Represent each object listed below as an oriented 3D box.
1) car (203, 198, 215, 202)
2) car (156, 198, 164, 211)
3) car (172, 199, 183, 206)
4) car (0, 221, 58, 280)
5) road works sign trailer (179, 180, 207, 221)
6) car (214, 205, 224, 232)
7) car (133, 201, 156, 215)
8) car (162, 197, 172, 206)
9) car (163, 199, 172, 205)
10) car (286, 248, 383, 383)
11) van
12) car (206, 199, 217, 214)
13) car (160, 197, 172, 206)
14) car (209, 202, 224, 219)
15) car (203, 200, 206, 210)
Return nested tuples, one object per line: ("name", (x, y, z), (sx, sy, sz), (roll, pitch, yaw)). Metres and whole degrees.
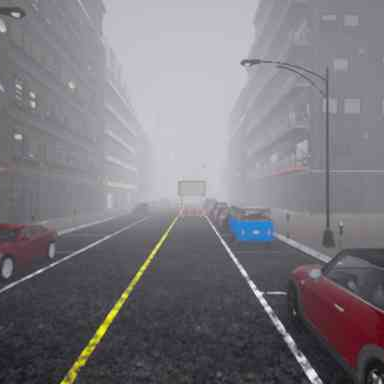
("car", (2.708, 1.778, 49.681), (2.192, 1.841, 5.009), (0, -1, 0))
("car", (-5.674, 1.987, 49.515), (1.752, 1.417, 4.829), (0, -1, 0))
("car", (-2.980, 2.176, 71.015), (1.812, 1.442, 4.674), (0, -1, 0))
("car", (-5.686, 1.642, 10.231), (1.887, 1.381, 4.507), (0, -1, 0))
("road works sign trailer", (0.009, 0.746, 29.914), (2.380, 3.560, 2.880), (0, -1, 0))
("car", (2.698, 1.770, 21.498), (1.947, 1.339, 4.313), (0, -1, 0))
("car", (-5.678, 1.926, 38.411), (1.947, 1.339, 4.313), (0, -1, 0))
("car", (-5.669, 2.055, 66.595), (1.967, 1.590, 4.097), (0, -1, 0))
("car", (-5.666, 2.297, 77.866), (1.802, 1.307, 4.206), (0, -1, 0))
("car", (2.693, 1.485, 4.590), (1.967, 1.590, 4.097), (0, -1, 0))
("van", (2.697, 1.492, 15.864), (1.690, 1.788, 3.998), (0, -1, 0))
("car", (2.702, 1.749, 32.772), (1.967, 1.590, 4.097), (0, -1, 0))
("car", (-5.666, 1.980, 72.232), (2.192, 1.841, 5.009), (0, -1, 0))
("car", (2.700, 1.801, 27.134), (1.887, 1.381, 4.507), (0, -1, 0))
("car", (2.704, 1.911, 38.406), (2.008, 1.369, 4.403), (0, -1, 0))
